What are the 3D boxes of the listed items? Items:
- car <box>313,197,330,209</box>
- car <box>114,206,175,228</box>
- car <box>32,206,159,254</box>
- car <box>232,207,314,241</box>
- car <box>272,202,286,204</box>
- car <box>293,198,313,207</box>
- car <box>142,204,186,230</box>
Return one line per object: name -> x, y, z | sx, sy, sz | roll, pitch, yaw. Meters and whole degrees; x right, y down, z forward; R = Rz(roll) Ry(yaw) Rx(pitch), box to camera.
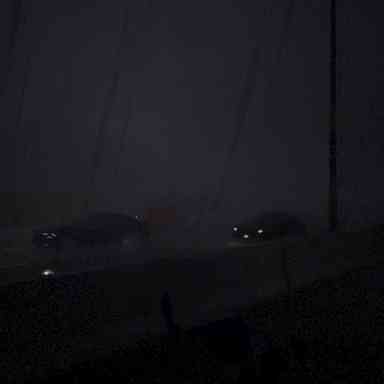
car -> 22.118, 1.955, 57.312 | 2.150, 2.045, 5.566 | 0, -1, 6
car -> -3.470, 1.782, 24.786 | 1.994, 1.385, 4.181 | 0, -1, 42
car -> -4.155, 1.595, 14.386 | 5.008, 1.535, 1.882 | 1, 0, -41
car -> 4.340, 1.735, 17.693 | 2.033, 1.411, 5.357 | 0, -1, 42
car -> 15.153, 1.876, 58.016 | 2.033, 1.411, 5.357 | 0, -1, 6
car -> 18.528, 2.117, 56.937 | 2.128, 1.511, 4.902 | 0, -1, 7
car -> -2.546, 1.536, 20.695 | 2.097, 1.767, 4.553 | 0, -1, 43
